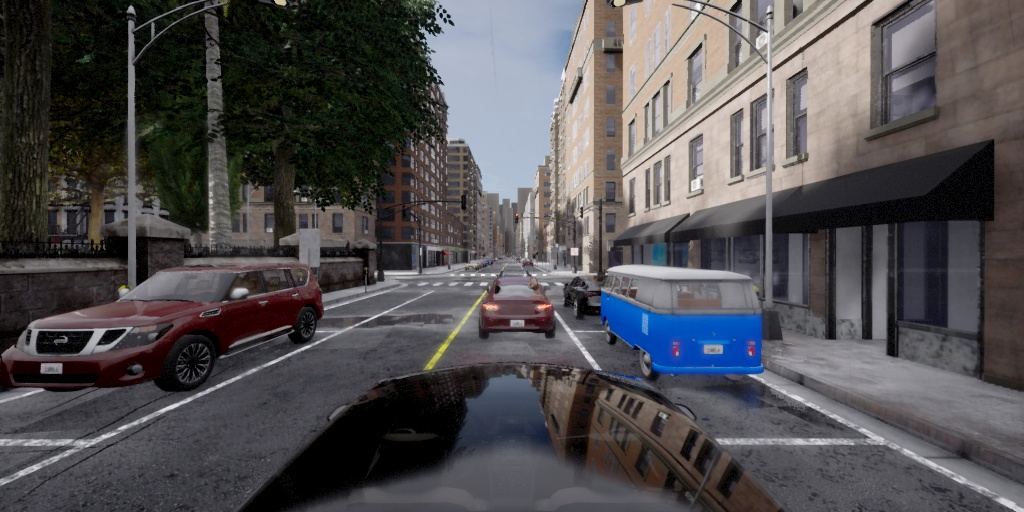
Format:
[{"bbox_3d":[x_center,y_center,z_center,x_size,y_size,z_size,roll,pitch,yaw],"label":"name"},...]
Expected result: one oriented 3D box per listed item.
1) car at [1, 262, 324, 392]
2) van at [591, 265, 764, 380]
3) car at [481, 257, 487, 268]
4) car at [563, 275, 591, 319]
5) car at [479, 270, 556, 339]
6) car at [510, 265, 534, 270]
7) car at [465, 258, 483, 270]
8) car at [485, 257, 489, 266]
[{"bbox_3d":[-5.657,1.064,6.923,2.192,1.841,5.009,0,0,0],"label":"car"},{"bbox_3d":[2.868,1.090,6.944,1.690,1.789,3.998,0,0,0],"label":"van"},{"bbox_3d":[-5.545,1.272,56.062,2.007,1.370,4.403,0,0,0],"label":"car"},{"bbox_3d":[2.881,1.313,12.604,1.948,1.339,4.313,0,0,0],"label":"car"},{"bbox_3d":[0.124,1.274,9.985,1.812,1.442,4.674,0,0,0],"label":"car"},{"bbox_3d":[0.114,1.345,18.807,1.895,1.301,4.718,0,0,-1],"label":"car"},{"bbox_3d":[-5.558,1.249,50.442,1.751,1.417,4.829,0,0,0],"label":"car"},{"bbox_3d":[-5.533,1.266,61.513,1.888,1.381,4.507,0,0,0],"label":"car"}]
